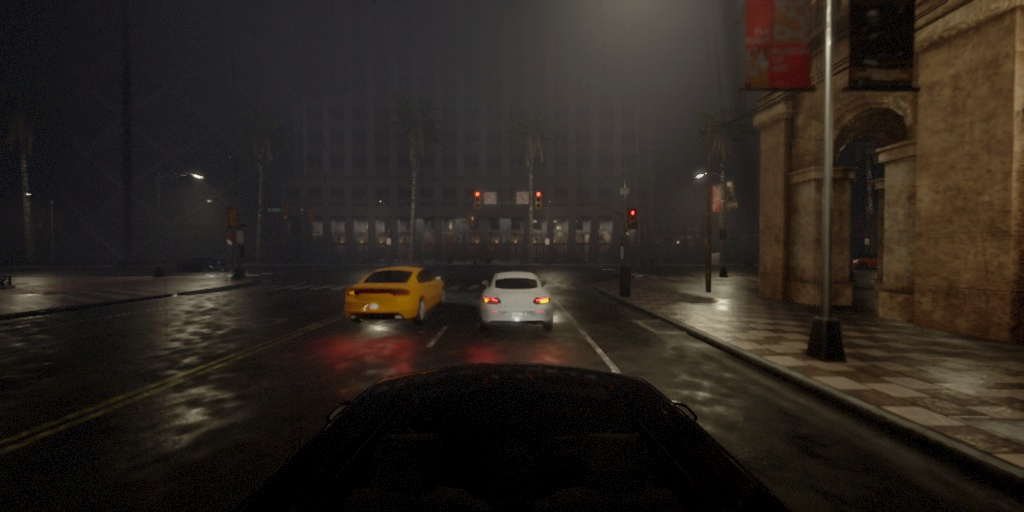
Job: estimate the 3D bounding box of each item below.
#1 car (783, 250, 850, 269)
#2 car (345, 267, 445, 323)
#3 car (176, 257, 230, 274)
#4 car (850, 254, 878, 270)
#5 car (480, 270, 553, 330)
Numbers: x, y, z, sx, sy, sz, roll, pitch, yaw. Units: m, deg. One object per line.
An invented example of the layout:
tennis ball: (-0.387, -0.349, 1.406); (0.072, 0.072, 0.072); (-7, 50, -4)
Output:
car: (34.056, 0.352, 40.225); (5.566, 2.045, 2.150); (0, 1, 0)
car: (-3.418, 1.072, 11.389); (1.882, 1.535, 5.008); (0, 1, 0)
car: (-27.030, 0.854, 31.352); (4.674, 1.442, 1.812); (1, 1, 16)
car: (36.361, 0.540, 36.715); (4.553, 1.767, 2.097); (0, 1, 0)
car: (0.089, 1.136, 10.391); (1.812, 1.442, 4.674); (0, 1, -1)
